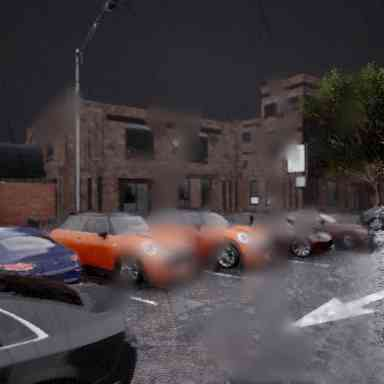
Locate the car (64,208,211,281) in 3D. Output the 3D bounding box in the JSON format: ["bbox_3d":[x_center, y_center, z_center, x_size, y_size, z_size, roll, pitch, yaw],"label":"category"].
[{"bbox_3d":[-2.042,1.364,9.458,4.553,1.767,2.185,-1,-1,35],"label":"car"}]

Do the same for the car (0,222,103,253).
[{"bbox_3d":[-4.473,1.526,7.706,4.674,1.452,2.002,-1,-1,35],"label":"car"}]

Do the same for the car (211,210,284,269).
[{"bbox_3d":[0.413,1.367,11.185,4.553,1.767,2.185,-1,-1,35],"label":"car"}]

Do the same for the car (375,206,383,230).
[{"bbox_3d":[12.692,1.521,19.821,4.892,1.521,2.231,-1,-1,35],"label":"car"}]

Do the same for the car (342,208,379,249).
[{"bbox_3d":[5.345,1.542,14.622,4.674,1.452,2.002,-1,-1,35],"label":"car"}]

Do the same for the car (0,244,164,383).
[{"bbox_3d":[-2.813,1.504,2.490,4.892,1.490,1.837,0,0,-35],"label":"car"}]

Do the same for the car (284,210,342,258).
[{"bbox_3d":[2.917,1.526,12.874,4.792,1.488,2.163,-1,-1,35],"label":"car"}]
